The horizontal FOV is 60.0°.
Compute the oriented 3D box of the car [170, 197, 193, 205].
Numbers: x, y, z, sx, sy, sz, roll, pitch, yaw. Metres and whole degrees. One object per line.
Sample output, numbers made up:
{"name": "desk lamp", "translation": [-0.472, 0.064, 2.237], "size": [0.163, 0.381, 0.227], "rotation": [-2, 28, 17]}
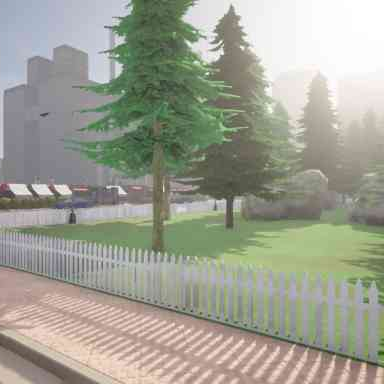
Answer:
{"name": "car", "translation": [-1.953, 1.209, 59.102], "size": [2.150, 2.045, 5.566], "rotation": [0, 0, 34]}

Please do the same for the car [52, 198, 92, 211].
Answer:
{"name": "car", "translation": [-14.541, 1.478, 40.625], "size": [1.882, 1.535, 5.008], "rotation": [0, 0, 34]}
